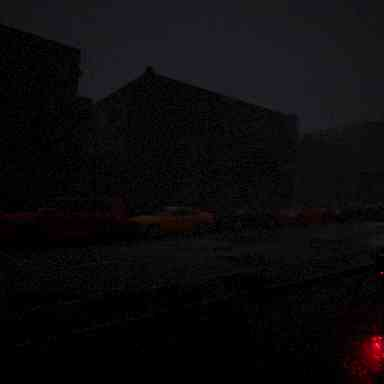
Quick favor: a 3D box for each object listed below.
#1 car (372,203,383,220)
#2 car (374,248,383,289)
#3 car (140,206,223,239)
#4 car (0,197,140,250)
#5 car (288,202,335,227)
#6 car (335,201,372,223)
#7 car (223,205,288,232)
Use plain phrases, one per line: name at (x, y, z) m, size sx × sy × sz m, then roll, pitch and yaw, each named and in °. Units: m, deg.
car at (16.971, 1.758, 30.749) m, size 4.674 × 1.452 × 2.002 m, roll 1°, pitch 0°, yaw -36°
car at (6.227, 1.570, 7.884) m, size 4.902 × 1.511 × 2.128 m, roll 1°, pitch 0°, yaw -36°
car at (-1.088, 1.529, 17.799) m, size 5.008 × 1.535 × 2.097 m, roll 1°, pitch 0°, yaw -36°
car at (-5.501, 1.232, 14.634) m, size 5.566 × 2.045 × 2.435 m, roll 1°, pitch 0°, yaw -36°
car at (7.914, 1.498, 24.254) m, size 4.553 × 1.767 × 2.185 m, roll 1°, pitch 0°, yaw -36°
car at (12.404, 1.544, 27.473) m, size 4.553 × 1.767 × 2.185 m, roll 1°, pitch 0°, yaw -36°
car at (3.402, 1.577, 21.019) m, size 4.892 × 1.521 × 2.231 m, roll 1°, pitch 0°, yaw -36°
